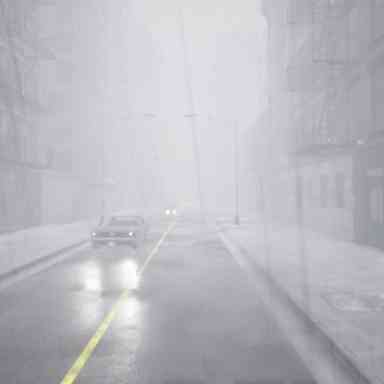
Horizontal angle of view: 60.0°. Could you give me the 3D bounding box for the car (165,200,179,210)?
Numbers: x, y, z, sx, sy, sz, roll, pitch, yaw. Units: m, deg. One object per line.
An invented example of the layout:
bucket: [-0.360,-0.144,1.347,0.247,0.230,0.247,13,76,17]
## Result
car: [-3.105,1.916,51.313,2.128,1.511,4.902,0,0,0]

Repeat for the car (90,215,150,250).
car: [-3.107,1.731,15.130,1.895,1.301,4.718,0,0,0]
